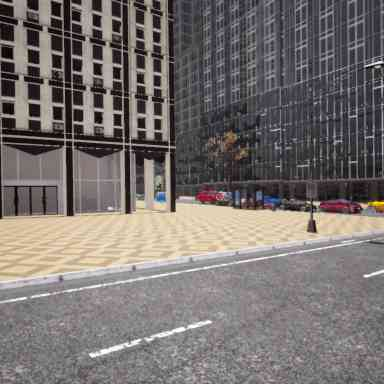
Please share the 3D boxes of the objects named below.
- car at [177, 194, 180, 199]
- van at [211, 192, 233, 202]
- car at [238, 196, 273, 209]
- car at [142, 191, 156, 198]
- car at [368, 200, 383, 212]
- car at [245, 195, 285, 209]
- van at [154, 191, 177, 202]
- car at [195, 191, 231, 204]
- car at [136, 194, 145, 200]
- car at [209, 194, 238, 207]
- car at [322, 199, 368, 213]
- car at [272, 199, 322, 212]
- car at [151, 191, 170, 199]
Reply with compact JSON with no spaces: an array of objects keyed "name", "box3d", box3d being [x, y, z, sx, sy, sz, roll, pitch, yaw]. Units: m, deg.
[{"name":"car","box3d":[-4.258,0.934,73.034,1.802,1.307,4.206,0,1,-34]},{"name":"van","box3d":[5.342,0.853,58.939,1.690,1.788,3.998,-1,1,-34]},{"name":"car","box3d":[7.924,1.387,40.073,1.802,1.307,4.206,-1,1,-34]},{"name":"car","box3d":[-10.659,0.684,82.425,1.967,1.590,4.097,0,1,-34]},{"name":"car","box3d":[19.953,1.302,32.888,1.882,1.535,5.008,-1,1,-34]},{"name":"car","box3d":[9.305,1.225,42.832,1.882,1.535,5.008,-1,1,-34]},{"name":"van","box3d":[-4.783,0.936,58.920,1.690,1.788,3.998,0,1,-34]},{"name":"car","box3d":[3.315,0.872,51.634,2.150,2.045,5.566,-1,1,-34]},{"name":"car","box3d":[-11.184,1.038,68.316,2.008,1.369,4.403,0,1,-34]},{"name":"car","box3d":[4.772,1.318,44.803,1.947,1.339,4.313,-1,1,-34]},{"name":"car","box3d":[15.197,1.407,34.181,1.994,1.385,4.181,-1,1,-34]},{"name":"car","box3d":[11.110,1.422,35.364,1.947,1.339,4.313,-1,1,-34]},{"name":"car","box3d":[-7.459,0.613,77.727,2.192,1.841,5.009,0,1,-34]}]
